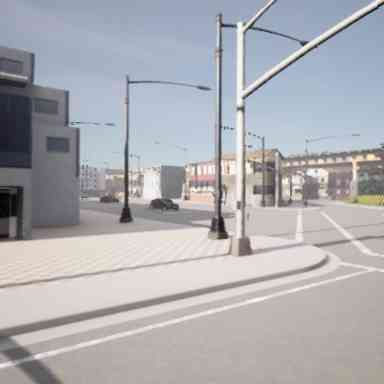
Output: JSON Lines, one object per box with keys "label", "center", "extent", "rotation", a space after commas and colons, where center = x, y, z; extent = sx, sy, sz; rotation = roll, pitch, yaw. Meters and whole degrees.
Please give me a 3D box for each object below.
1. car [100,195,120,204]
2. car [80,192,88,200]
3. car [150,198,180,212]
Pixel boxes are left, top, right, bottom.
{"label": "car", "center": [-13.202, 1.141, 53.453], "extent": [1.994, 1.385, 4.181], "rotation": [0, 1, -36]}
{"label": "car", "center": [-22.116, 0.772, 65.888], "extent": [1.882, 1.535, 5.008], "rotation": [0, 0, -36]}
{"label": "car", "center": [-3.318, 1.484, 39.787], "extent": [1.837, 1.490, 4.892], "rotation": [0, 1, -36]}
